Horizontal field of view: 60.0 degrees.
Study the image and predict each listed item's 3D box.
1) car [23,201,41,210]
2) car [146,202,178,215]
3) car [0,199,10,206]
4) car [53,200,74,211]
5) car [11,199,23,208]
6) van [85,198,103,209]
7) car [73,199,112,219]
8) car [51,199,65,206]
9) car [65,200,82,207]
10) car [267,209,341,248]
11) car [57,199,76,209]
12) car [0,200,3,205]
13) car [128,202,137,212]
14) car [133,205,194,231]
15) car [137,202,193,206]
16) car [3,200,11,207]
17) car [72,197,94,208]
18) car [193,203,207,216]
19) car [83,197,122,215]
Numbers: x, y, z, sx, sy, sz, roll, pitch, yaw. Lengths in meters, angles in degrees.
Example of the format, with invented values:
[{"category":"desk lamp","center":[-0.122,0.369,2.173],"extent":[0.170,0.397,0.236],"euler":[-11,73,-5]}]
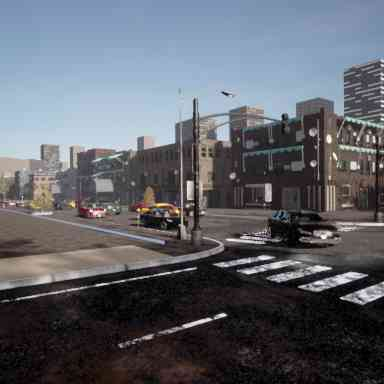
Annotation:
[{"category":"car","center":[-26.738,2.233,56.172],"extent":[1.752,1.417,4.829],"euler":[-1,0,-37]},{"category":"car","center":[-3.544,1.904,39.179],"extent":[1.802,1.307,4.206],"euler":[-2,0,-37]},{"category":"car","center":[-46.745,2.598,82.891],"extent":[1.887,1.381,4.507],"euler":[-1,0,-37]},{"category":"car","center":[-20.092,2.211,51.800],"extent":[1.994,1.385,4.181],"euler":[-1,0,-37]},{"category":"car","center":[-33.475,2.376,65.170],"extent":[2.008,1.369,4.403],"euler":[-1,0,-37]},{"category":"van","center":[-16.820,1.907,56.901],"extent":[1.690,1.788,3.998],"euler":[-1,0,-37]},{"category":"car","center":[-10.254,1.847,34.154],"extent":[1.967,1.590,4.097],"euler":[-2,0,-37]},{"category":"car","center":[-30.085,2.364,74.625],"extent":[1.947,1.339,4.313],"euler":[-1,0,-37]},{"category":"car","center":[-23.450,2.228,65.763],"extent":[1.887,1.381,4.507],"euler":[-1,0,-37]},{"category":"car","center":[4.797,1.536,14.895],"extent":[1.837,1.490,4.892],"euler":[2,-2,-4]},{"category":"car","center":[-22.971,2.142,60.816],"extent":[1.882,1.535,5.008],"euler":[-1,0,-37]},{"category":"car","center":[-43.428,2.548,78.461],"extent":[2.008,1.369,4.403],"euler":[-1,0,-37]},{"category":"car","center":[-6.861,1.966,43.609],"extent":[1.802,1.307,4.206],"euler":[-2,0,-37]},{"category":"car","center":[-2.031,1.815,22.974],"extent":[1.947,1.339,4.313],"euler":[-2,0,-37]},{"category":"car","center":[-2.419,1.748,28.030],"extent":[1.882,1.535,5.008],"euler":[-1,-1,-37]},{"category":"car","center":[-40.112,2.380,74.030],"extent":[1.967,1.590,4.097],"euler":[-1,0,-37]},{"category":"car","center":[-20.138,1.940,61.331],"extent":[2.192,1.841,5.009],"euler":[-1,0,-37]},{"category":"car","center":[-0.227,1.810,34.748],"extent":[2.008,1.369,4.403],"euler":[-2,0,-37]},{"category":"car","center":[-10.146,1.634,38.323],"extent":[2.150,2.045,5.566],"euler":[-1,0,-38]}]
